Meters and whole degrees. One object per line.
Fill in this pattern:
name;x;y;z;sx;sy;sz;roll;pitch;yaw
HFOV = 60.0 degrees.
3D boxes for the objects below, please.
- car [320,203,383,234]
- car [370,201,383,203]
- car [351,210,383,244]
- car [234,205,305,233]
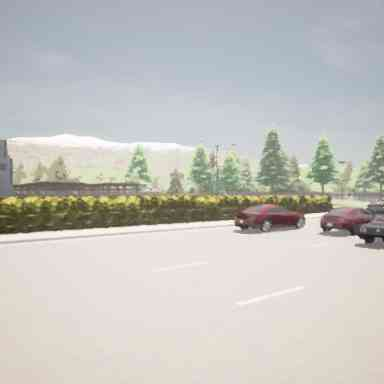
car;9.118;1.564;18.866;4.674;1.442;1.812;0;0;-36
car;17.925;1.560;31.439;2.128;1.511;4.902;0;0;43
car;9.346;1.634;14.713;4.718;1.301;1.895;0;0;-35
car;4.765;1.510;20.056;5.008;1.535;1.882;0;0;-36
